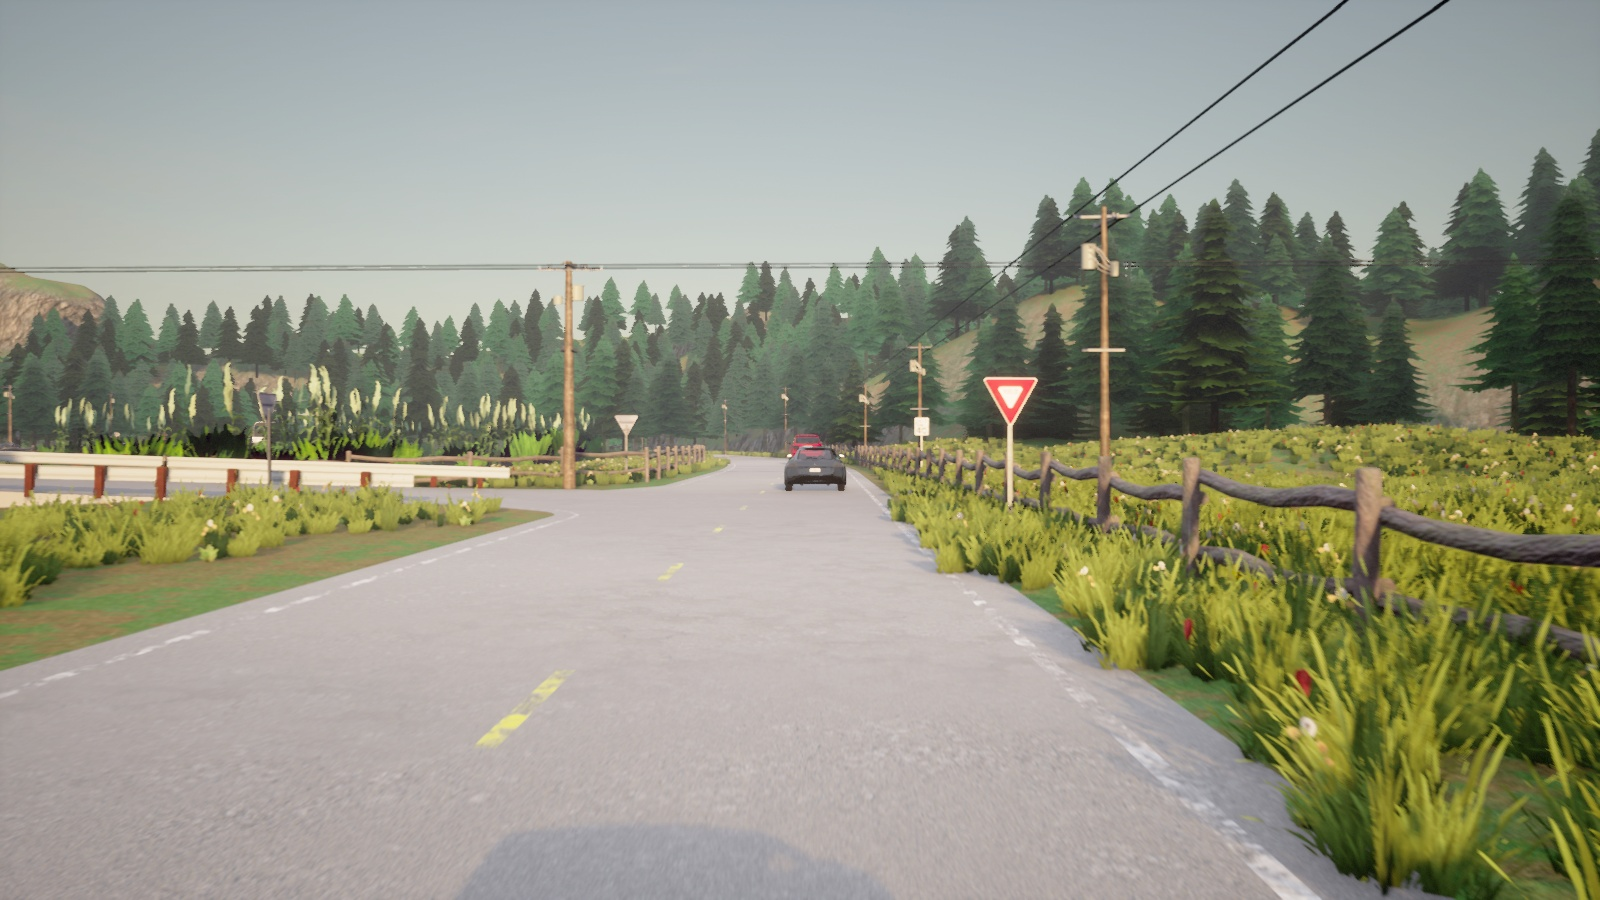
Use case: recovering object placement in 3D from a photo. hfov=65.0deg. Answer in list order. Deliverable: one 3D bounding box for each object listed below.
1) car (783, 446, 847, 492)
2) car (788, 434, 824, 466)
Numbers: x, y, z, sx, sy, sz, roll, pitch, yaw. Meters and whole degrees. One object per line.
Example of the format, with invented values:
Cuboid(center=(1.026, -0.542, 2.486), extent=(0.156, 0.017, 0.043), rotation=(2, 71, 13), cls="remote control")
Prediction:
Cuboid(center=(0.506, 0.581, 40.916), extent=(1.994, 1.385, 4.181), rotation=(0, 0, 1), cls="car")
Cuboid(center=(0.362, -0.017, 85.551), extent=(2.150, 2.045, 5.566), rotation=(0, 0, -3), cls="car")
